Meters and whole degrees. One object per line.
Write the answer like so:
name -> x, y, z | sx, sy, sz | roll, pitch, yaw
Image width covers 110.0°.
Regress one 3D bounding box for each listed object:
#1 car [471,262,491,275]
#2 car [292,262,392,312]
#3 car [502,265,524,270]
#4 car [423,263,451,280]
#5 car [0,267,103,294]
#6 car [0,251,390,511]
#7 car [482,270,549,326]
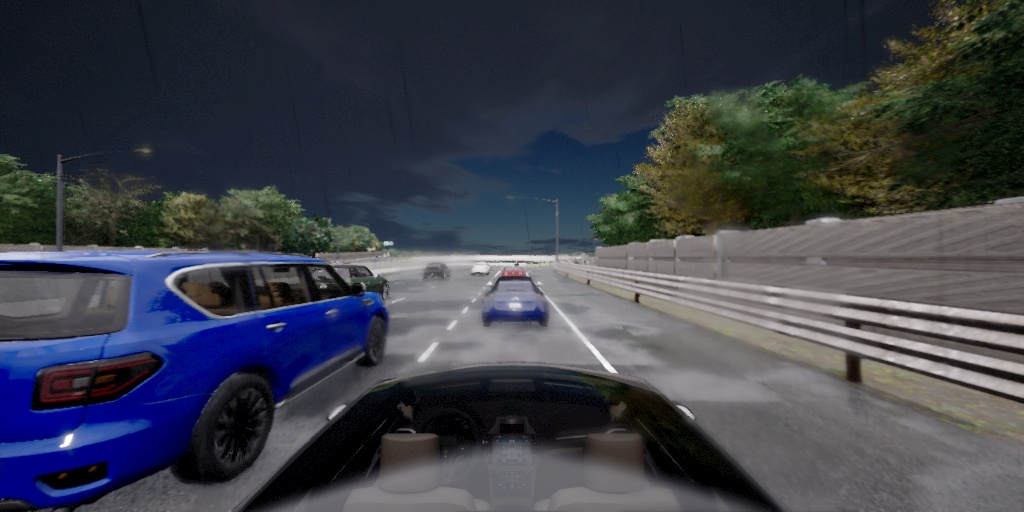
car -> -3.507, 1.424, 41.480 | 1.812, 1.442, 4.674 | 0, 0, 0
car -> -6.903, 1.148, 15.239 | 2.097, 1.767, 4.553 | 0, 0, 0
car -> 0.100, 1.456, 30.703 | 1.895, 1.301, 4.718 | 0, 0, 0
car -> -6.906, 1.372, 33.396 | 1.837, 1.490, 4.892 | 0, 0, 0
car -> -28.093, 1.388, 21.672 | 1.994, 1.385, 4.181 | 0, 0, 0
car -> -3.503, 0.977, 4.797 | 2.150, 2.045, 5.566 | 0, 0, 0
car -> 0.097, 1.346, 11.865 | 1.994, 1.385, 4.181 | 0, 0, 0
